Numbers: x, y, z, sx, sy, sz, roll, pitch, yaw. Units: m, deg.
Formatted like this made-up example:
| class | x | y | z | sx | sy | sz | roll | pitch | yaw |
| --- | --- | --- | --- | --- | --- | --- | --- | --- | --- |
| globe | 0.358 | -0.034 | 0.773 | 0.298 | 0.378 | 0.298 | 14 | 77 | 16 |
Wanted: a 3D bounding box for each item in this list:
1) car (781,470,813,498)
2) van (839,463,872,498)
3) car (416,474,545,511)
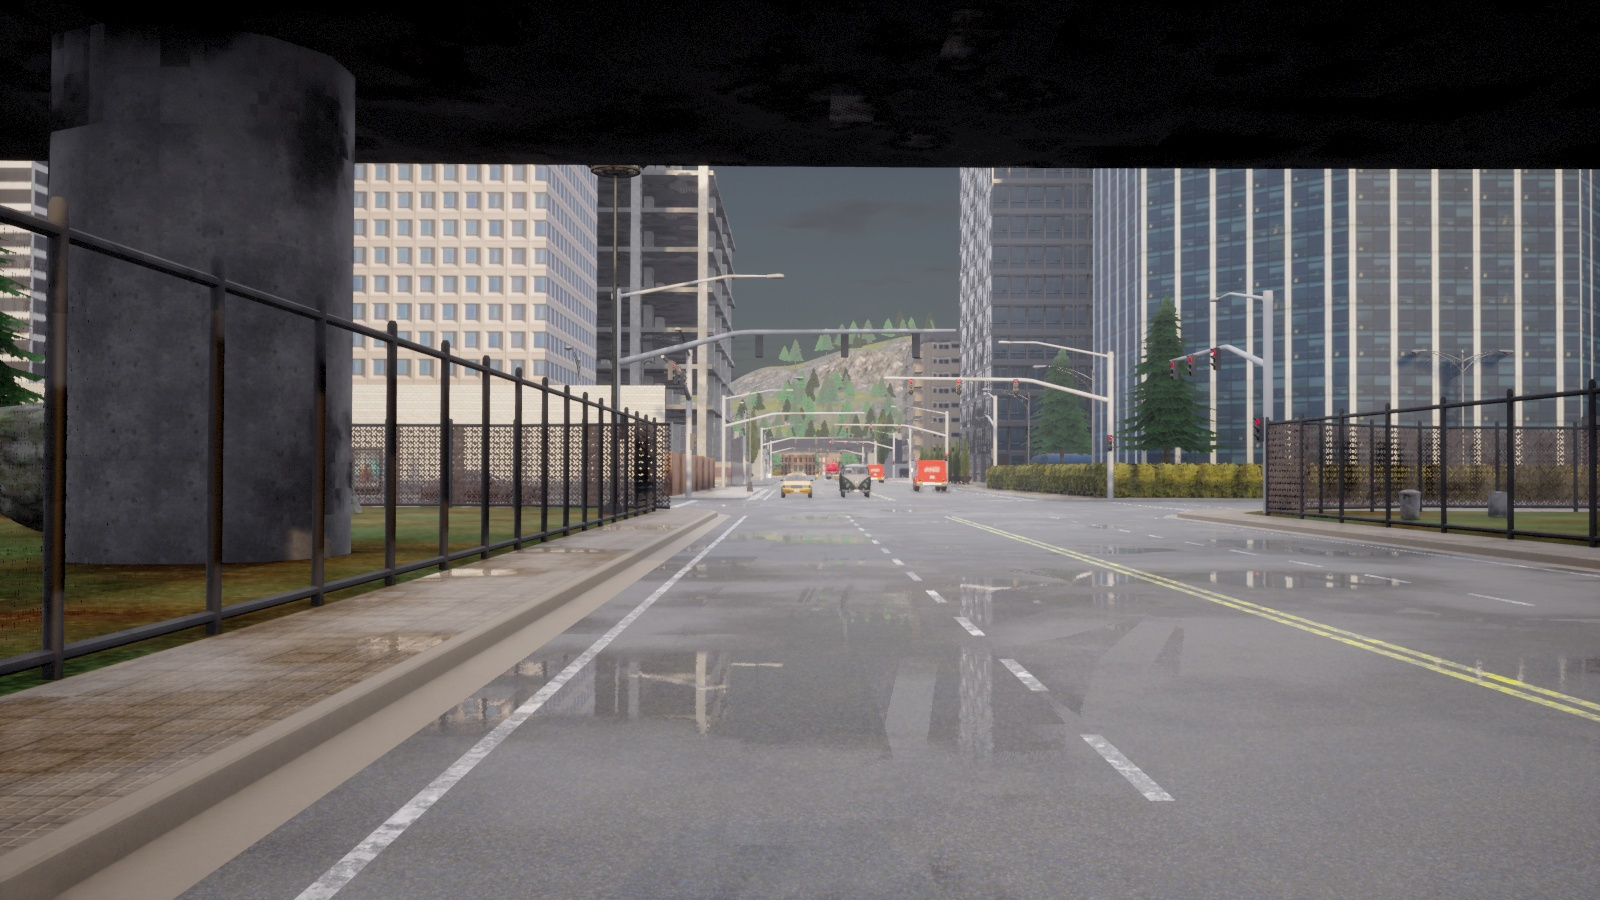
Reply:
| class | x | y | z | sx | sy | sz | roll | pitch | yaw |
| --- | --- | --- | --- | --- | --- | --- | --- | --- | --- |
| car | -0.175 | 1.995 | 74.092 | 1.801 | 1.575 | 5.366 | 0 | -1 | 0 |
| van | 3.321 | 1.820 | 75.588 | 1.775 | 1.987 | 4.442 | 0 | -1 | 0 |
| car | -12.717 | 1.676 | 50.171 | 4.674 | 1.442 | 1.812 | 0 | -1 | 0 |
